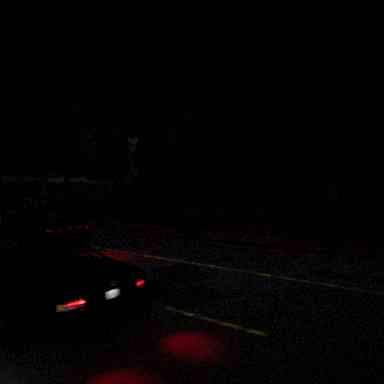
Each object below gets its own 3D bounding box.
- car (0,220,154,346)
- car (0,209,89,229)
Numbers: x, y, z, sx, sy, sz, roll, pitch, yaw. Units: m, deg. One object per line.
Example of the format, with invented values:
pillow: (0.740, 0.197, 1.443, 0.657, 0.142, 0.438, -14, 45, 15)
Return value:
car: (-3.187, 1.505, 6.269, 5.357, 1.411, 2.033, 0, 0, 36)
car: (-5.963, 1.394, 12.549, 5.008, 1.535, 1.882, 0, 0, 36)
